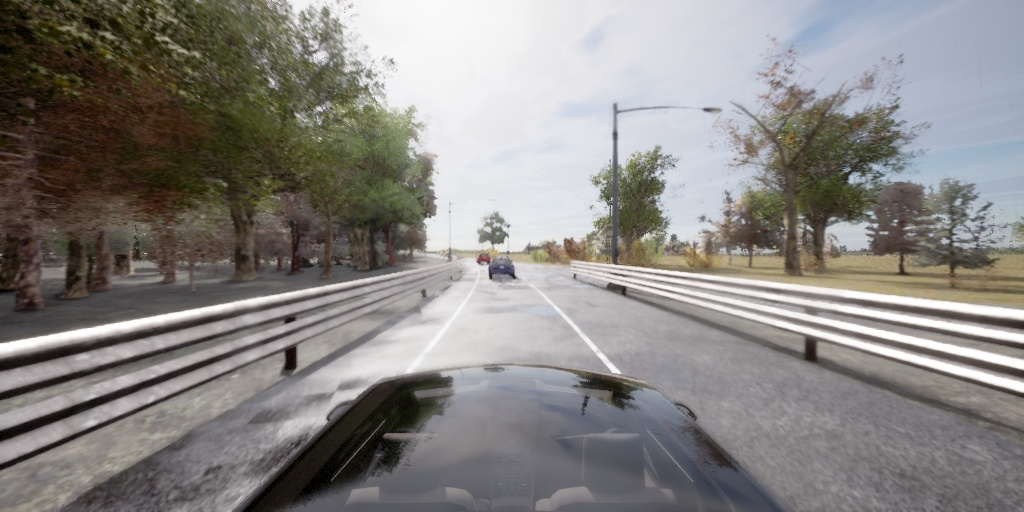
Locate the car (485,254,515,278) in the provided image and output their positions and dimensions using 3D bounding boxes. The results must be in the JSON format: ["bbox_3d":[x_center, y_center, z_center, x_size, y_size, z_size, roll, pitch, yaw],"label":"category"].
[{"bbox_3d":[-0.954,0.873,30.409,2.097,1.767,4.553,0,0,-4],"label":"car"}]
